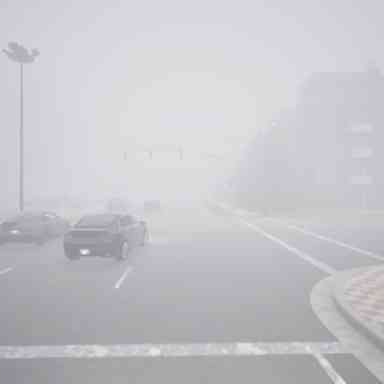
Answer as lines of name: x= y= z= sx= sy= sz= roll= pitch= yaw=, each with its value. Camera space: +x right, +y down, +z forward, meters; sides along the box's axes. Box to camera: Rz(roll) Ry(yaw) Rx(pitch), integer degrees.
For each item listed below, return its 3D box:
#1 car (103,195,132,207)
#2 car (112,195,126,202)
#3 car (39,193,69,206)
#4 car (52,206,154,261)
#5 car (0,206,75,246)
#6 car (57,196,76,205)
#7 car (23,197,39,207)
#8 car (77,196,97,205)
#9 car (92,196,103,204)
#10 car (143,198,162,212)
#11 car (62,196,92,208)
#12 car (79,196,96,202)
car: x=-7.924 y=1.362 z=36.393 sx=2.097 sy=1.767 sz=4.553 roll=0 pitch=0 yaw=-2
car: x=-16.267 y=1.506 z=74.481 sx=2.128 sy=1.511 sz=4.902 roll=0 pitch=0 yaw=0
car: x=-19.805 y=1.236 z=49.004 sx=2.150 sy=2.045 sz=5.566 roll=0 pitch=0 yaw=0
car: x=-2.955 y=1.509 z=12.305 sx=1.837 sy=1.490 sz=4.892 roll=0 pitch=0 yaw=6
car: x=-7.131 y=1.568 z=15.336 sx=1.994 sy=1.385 sz=4.181 roll=0 pitch=0 yaw=-1
car: x=-23.277 y=1.523 z=61.894 sx=1.837 sy=1.490 sz=4.892 roll=0 pitch=0 yaw=0
car: x=-23.297 y=1.492 z=49.440 sx=1.882 sy=1.535 sz=5.008 roll=0 pitch=0 yaw=0
car: x=-19.776 y=1.565 z=62.977 sx=2.033 sy=1.411 sz=5.357 roll=0 pitch=0 yaw=0
car: x=-16.289 y=1.523 z=61.450 sx=1.837 sy=1.490 sz=4.892 roll=0 pitch=0 yaw=0
car: x=-4.479 y=1.488 z=38.256 sx=1.882 sy=1.535 sz=5.008 roll=0 pitch=0 yaw=-2
car: x=-16.307 y=1.614 z=47.384 sx=1.895 sy=1.301 sz=4.718 roll=0 pitch=0 yaw=0
car: x=-23.267 y=1.521 z=74.467 sx=2.033 sy=1.411 sz=5.357 roll=0 pitch=0 yaw=0
